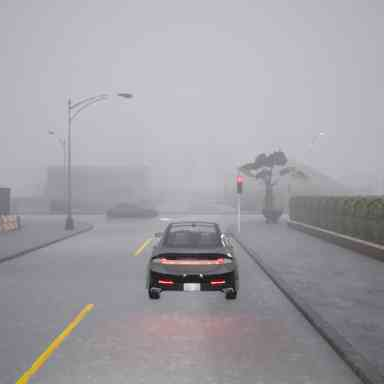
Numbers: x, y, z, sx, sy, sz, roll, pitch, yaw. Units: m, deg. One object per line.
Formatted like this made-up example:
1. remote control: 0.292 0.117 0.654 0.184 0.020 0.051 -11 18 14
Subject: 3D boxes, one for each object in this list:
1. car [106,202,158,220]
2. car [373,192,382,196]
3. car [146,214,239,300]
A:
1. car: -4.933 1.564 27.602 4.181 1.385 1.994 0 0 0
2. car: 38.029 0.973 67.799 1.905 1.878 3.866 0 0 0
3. car: 0.039 1.492 8.395 2.128 1.511 4.902 0 0 1
